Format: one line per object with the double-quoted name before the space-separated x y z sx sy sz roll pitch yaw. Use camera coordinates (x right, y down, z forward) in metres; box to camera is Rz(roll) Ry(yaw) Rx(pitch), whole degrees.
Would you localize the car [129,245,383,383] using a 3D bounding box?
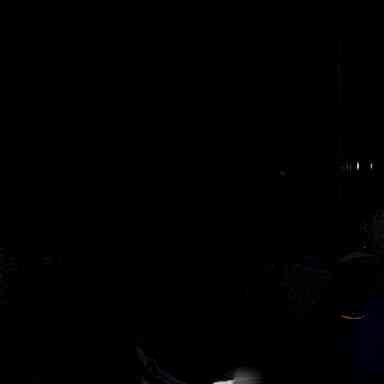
"car" 1.506 1.501 4.329 4.674 1.442 1.812 0 0 -35
